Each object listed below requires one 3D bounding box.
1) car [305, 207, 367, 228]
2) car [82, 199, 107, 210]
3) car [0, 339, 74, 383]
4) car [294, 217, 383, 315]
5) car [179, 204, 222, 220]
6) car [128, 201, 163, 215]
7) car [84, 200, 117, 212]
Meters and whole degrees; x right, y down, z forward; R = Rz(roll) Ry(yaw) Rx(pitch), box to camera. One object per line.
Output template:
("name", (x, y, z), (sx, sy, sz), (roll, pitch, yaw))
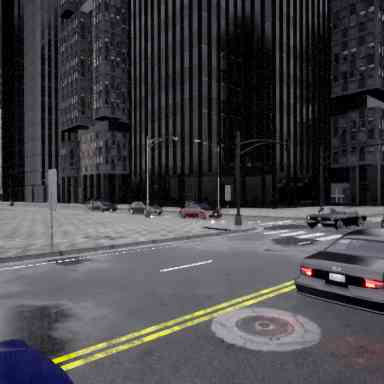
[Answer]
("car", (8.994, 1.621, 20.640), (4.718, 1.301, 1.895), (0, -1, -42))
("car", (-15.515, 1.939, 52.863), (1.882, 1.535, 5.008), (0, 0, -42))
("car", (-2.676, 1.601, 1.154), (4.718, 1.301, 1.895), (0, 0, -42))
("car", (4.412, 1.547, 7.508), (5.357, 1.411, 2.033), (0, 0, -42))
("car", (0.697, 1.750, 29.944), (1.994, 1.385, 4.181), (0, 0, -43))
("car", (-5.151, 1.781, 36.486), (1.837, 1.490, 4.892), (0, 0, -42))
("car", (-11.945, 1.929, 44.087), (2.033, 1.411, 5.357), (0, 0, -42))
